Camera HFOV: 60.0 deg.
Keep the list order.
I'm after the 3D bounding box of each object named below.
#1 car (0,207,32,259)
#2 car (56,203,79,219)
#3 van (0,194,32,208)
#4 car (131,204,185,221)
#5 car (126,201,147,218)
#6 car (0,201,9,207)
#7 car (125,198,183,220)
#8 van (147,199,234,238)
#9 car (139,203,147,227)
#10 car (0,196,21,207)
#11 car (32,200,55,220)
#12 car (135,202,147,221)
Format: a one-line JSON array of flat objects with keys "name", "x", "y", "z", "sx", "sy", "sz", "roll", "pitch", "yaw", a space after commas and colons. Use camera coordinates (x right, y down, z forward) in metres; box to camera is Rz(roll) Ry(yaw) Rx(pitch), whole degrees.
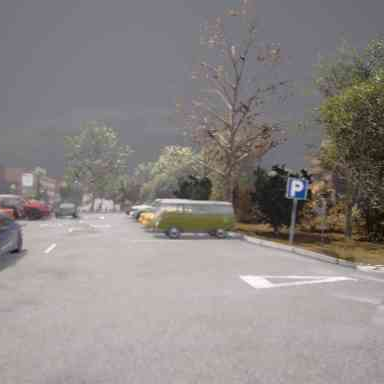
[{"name": "car", "x": -6.592, "y": 1.408, "z": 10.269, "sx": 1.812, "sy": 1.442, "sz": 4.674, "roll": 2, "pitch": 0, "yaw": -14}, {"name": "car", "x": -12.043, "y": 1.775, "z": 32.321, "sx": 1.812, "sy": 1.442, "sz": 4.674, "roll": 2, "pitch": -2, "yaw": -14}, {"name": "van", "x": -13.262, "y": 1.163, "z": 21.713, "sx": 4.442, "sy": 1.987, "sz": 1.878, "roll": 2, "pitch": -1, "yaw": -14}, {"name": "car", "x": -3.285, "y": 1.936, "z": 31.779, "sx": 4.892, "sy": 1.521, "sz": 2.231, "roll": 2, "pitch": -2, "yaw": -14}, {"name": "car", "x": -2.611, "y": 1.616, "z": 29.076, "sx": 5.566, "sy": 2.045, "sz": 2.435, "roll": 2, "pitch": -2, "yaw": -14}, {"name": "car", "x": -12.118, "y": 1.288, "z": 15.858, "sx": 5.366, "sy": 1.575, "sz": 1.946, "roll": 2, "pitch": -1, "yaw": -14}, {"name": "car", "x": -3.959, "y": 1.750, "z": 34.368, "sx": 5.566, "sy": 2.045, "sz": 2.435, "roll": 2, "pitch": -2, "yaw": -14}, {"name": "van", "x": 0.009, "y": 1.458, "z": 18.214, "sx": 4.442, "sy": 1.987, "sz": 1.878, "roll": 2, "pitch": -1, "yaw": -14}, {"name": "car", "x": -0.381, "y": 1.725, "z": 20.993, "sx": 5.366, "sy": 1.575, "sz": 1.946, "roll": 2, "pitch": -1, "yaw": -14}, {"name": "car", "x": -12.612, "y": 1.209, "z": 18.743, "sx": 4.553, "sy": 1.767, "sz": 2.185, "roll": 2, "pitch": -1, "yaw": -14}, {"name": "car", "x": -14.854, "y": 1.257, "z": 27.697, "sx": 5.566, "sy": 2.045, "sz": 2.435, "roll": 2, "pitch": -2, "yaw": -14}, {"name": "car", "x": -1.025, "y": 1.765, "z": 23.575, "sx": 5.366, "sy": 1.575, "sz": 1.946, "roll": 2, "pitch": -1, "yaw": -14}]
